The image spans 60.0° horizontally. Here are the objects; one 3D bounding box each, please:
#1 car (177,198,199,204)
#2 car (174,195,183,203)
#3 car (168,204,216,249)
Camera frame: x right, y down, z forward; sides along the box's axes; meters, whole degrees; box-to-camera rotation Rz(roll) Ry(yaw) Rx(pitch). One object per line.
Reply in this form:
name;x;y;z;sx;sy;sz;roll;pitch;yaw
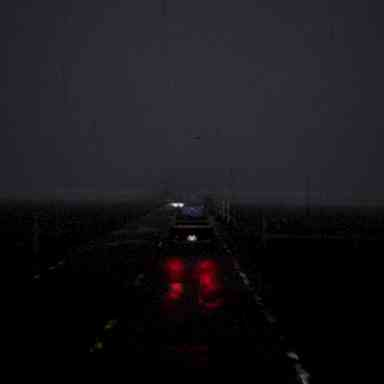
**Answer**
car;0.000;1.571;29.650;2.033;1.411;5.357;0;0;0
car;-2.750;1.468;68.918;2.128;1.511;4.902;0;0;0
car;0.000;1.497;14.650;2.128;1.511;4.902;0;0;0
